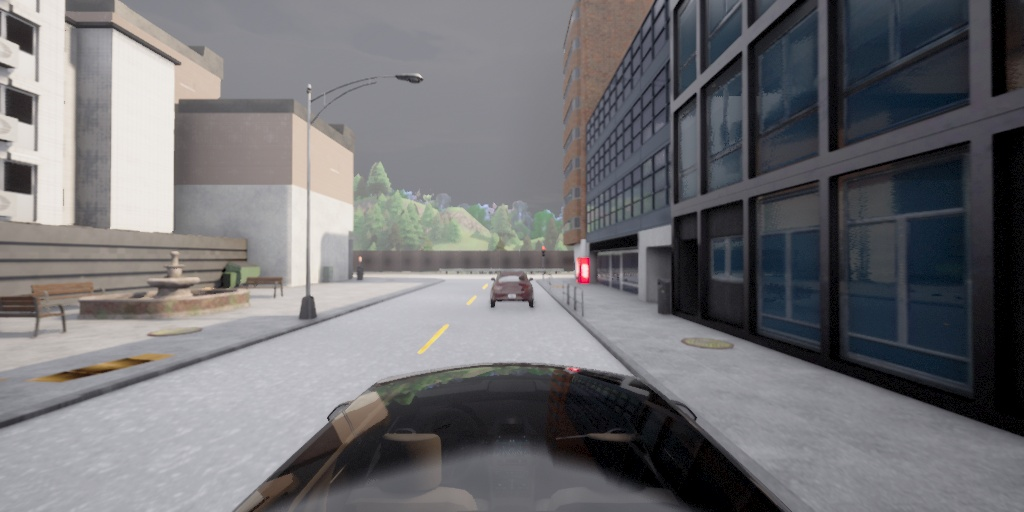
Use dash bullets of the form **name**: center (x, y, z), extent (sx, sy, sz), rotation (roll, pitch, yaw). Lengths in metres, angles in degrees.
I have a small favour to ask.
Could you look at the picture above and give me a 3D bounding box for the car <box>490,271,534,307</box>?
- **car**: center (0.011, 1.409, 16.225), extent (1.812, 1.442, 4.674), rotation (0, 0, 0)
